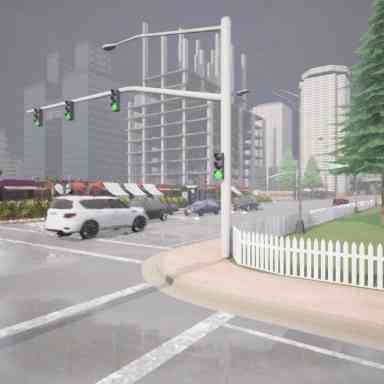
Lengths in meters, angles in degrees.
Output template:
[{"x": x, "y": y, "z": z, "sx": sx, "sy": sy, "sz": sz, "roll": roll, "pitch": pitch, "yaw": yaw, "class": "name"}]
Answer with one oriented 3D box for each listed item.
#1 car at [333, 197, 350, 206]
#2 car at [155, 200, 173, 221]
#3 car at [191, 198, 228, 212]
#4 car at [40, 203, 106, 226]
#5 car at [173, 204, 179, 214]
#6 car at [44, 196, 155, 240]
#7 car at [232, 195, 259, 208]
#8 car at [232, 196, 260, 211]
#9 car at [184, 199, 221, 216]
[{"x": 24.103, "y": 1.478, "z": 53.649, "sx": 1.882, "sy": 1.535, "sz": 5.008, "roll": 0, "pitch": 0, "yaw": 34, "class": "car"}, {"x": -3.892, "y": 1.352, "z": 25.140, "sx": 2.097, "sy": 1.767, "sz": 4.553, "roll": 0, "pitch": 0, "yaw": 34, "class": "car"}, {"x": 2.223, "y": 1.547, "z": 40.411, "sx": 2.033, "sy": 1.411, "sz": 5.357, "roll": 0, "pitch": 0, "yaw": 34, "class": "car"}, {"x": -8.606, "y": 1.564, "z": 24.422, "sx": 1.994, "sy": 1.385, "sz": 4.181, "roll": 0, "pitch": 0, "yaw": 34, "class": "car"}, {"x": -3.423, "y": 1.547, "z": 32.076, "sx": 2.033, "sy": 1.411, "sz": 5.357, "roll": 0, "pitch": 0, "yaw": 34, "class": "car"}, {"x": -4.742, "y": 1.221, "z": 17.310, "sx": 2.150, "sy": 2.045, "sz": 5.566, "roll": 0, "pitch": 0, "yaw": 34, "class": "car"}, {"x": 7.927, "y": 1.352, "z": 48.764, "sx": 2.097, "sy": 1.767, "sz": 4.553, "roll": 0, "pitch": 0, "yaw": 35, "class": "car"}, {"x": 6.696, "y": 1.505, "z": 40.759, "sx": 1.837, "sy": 1.490, "sz": 4.892, "roll": 0, "pitch": 0, "yaw": 34, "class": "car"}, {"x": 1.060, "y": 1.526, "z": 32.433, "sx": 1.812, "sy": 1.442, "sz": 4.674, "roll": 0, "pitch": 0, "yaw": 34, "class": "car"}]
